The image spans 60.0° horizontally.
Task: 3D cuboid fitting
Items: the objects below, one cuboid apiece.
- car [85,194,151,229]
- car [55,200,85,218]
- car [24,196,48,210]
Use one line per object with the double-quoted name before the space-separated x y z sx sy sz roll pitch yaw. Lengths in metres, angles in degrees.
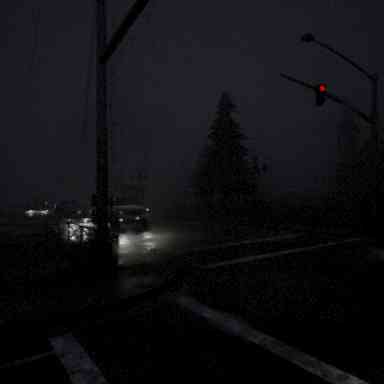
"car" -4.807 1.171 21.614 2.150 2.045 5.566 0 0 -36
"car" -10.903 1.442 29.901 2.128 1.511 4.902 0 0 -36
"car" -19.765 1.316 42.077 2.097 1.767 4.553 0 0 -36
